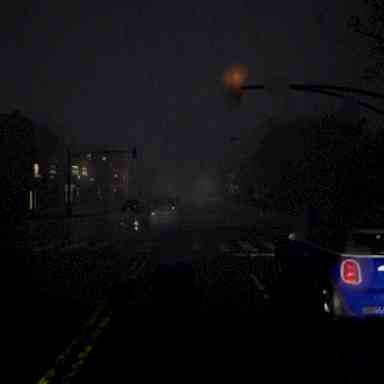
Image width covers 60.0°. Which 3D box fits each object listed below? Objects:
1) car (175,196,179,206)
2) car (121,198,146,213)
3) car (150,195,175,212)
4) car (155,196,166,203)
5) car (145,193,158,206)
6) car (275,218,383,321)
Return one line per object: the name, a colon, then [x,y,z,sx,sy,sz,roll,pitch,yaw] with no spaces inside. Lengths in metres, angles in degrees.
car: [-3.453,1.512,51.190,1.837,1.490,4.892,0,1,0]
car: [-6.674,1.532,37.378,1.812,1.442,4.674,0,0,1]
car: [-3.414,1.484,39.206,1.882,1.535,5.008,0,0,0]
car: [-6.700,1.555,72.051,1.994,1.385,4.181,0,0,0]
car: [-6.708,1.233,56.309,2.150,2.045,5.566,0,0,0]
car: [3.344,1.353,7.430,2.097,1.767,4.553,0,0,0]
